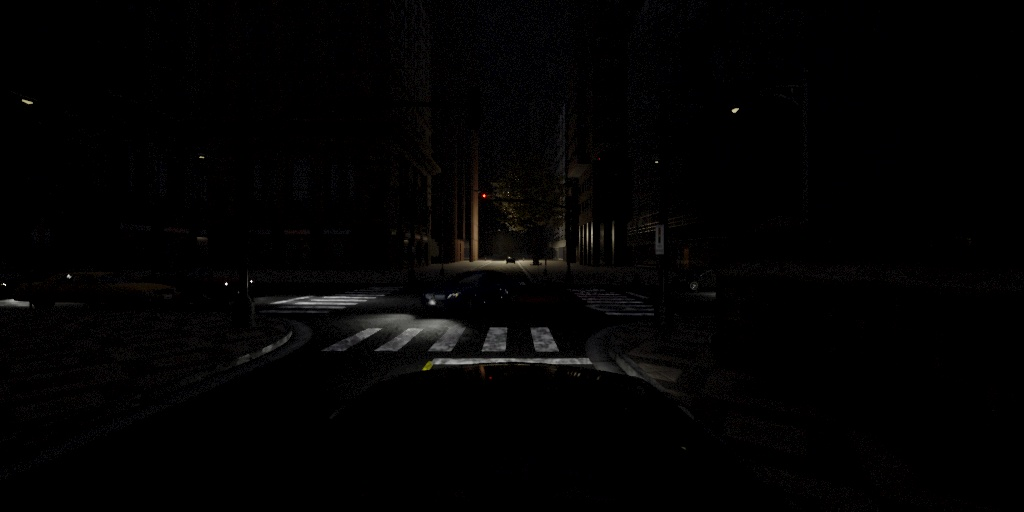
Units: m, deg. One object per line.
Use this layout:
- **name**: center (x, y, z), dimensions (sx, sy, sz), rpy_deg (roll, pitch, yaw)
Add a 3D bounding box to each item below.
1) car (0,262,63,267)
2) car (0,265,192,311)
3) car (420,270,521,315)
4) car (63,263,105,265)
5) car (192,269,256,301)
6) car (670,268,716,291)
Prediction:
- **car**: center (-23.858, 1.076, 15.773), dimensions (5.357, 1.411, 2.033), rpy_deg (1, 0, 0)
- **car**: center (-14.975, 1.146, 13.089), dimensions (4.829, 1.417, 1.751), rpy_deg (0, 0, 0)
- **car**: center (-1.384, 1.270, 13.849), dimensions (1.812, 1.442, 4.674), rpy_deg (-1, -1, 33)
- **car**: center (-26.375, 1.065, 21.643), dimensions (4.313, 1.339, 1.948), rpy_deg (0, 0, 0)
- **car**: center (-14.115, 1.231, 15.748), dimensions (4.718, 1.301, 1.895), rpy_deg (1, 0, 0)
- **car**: center (11.860, 1.381, 21.550), dimensions (4.403, 1.370, 2.007), rpy_deg (0, 0, 0)
